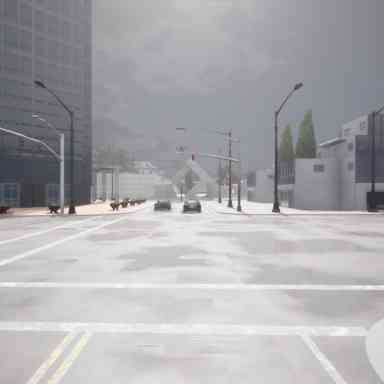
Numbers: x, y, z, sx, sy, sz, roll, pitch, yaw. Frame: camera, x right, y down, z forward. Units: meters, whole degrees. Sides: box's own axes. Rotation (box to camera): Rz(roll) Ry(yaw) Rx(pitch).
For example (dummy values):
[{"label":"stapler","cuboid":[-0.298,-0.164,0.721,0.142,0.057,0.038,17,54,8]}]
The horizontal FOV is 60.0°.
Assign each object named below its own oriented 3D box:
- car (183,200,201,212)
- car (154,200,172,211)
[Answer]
[{"label":"car","cuboid":[0.023,1.564,38.595,1.994,1.385,4.181,0,0,1]},{"label":"car","cuboid":[-3.615,1.601,41.553,1.895,1.301,4.718,0,0,0]}]
